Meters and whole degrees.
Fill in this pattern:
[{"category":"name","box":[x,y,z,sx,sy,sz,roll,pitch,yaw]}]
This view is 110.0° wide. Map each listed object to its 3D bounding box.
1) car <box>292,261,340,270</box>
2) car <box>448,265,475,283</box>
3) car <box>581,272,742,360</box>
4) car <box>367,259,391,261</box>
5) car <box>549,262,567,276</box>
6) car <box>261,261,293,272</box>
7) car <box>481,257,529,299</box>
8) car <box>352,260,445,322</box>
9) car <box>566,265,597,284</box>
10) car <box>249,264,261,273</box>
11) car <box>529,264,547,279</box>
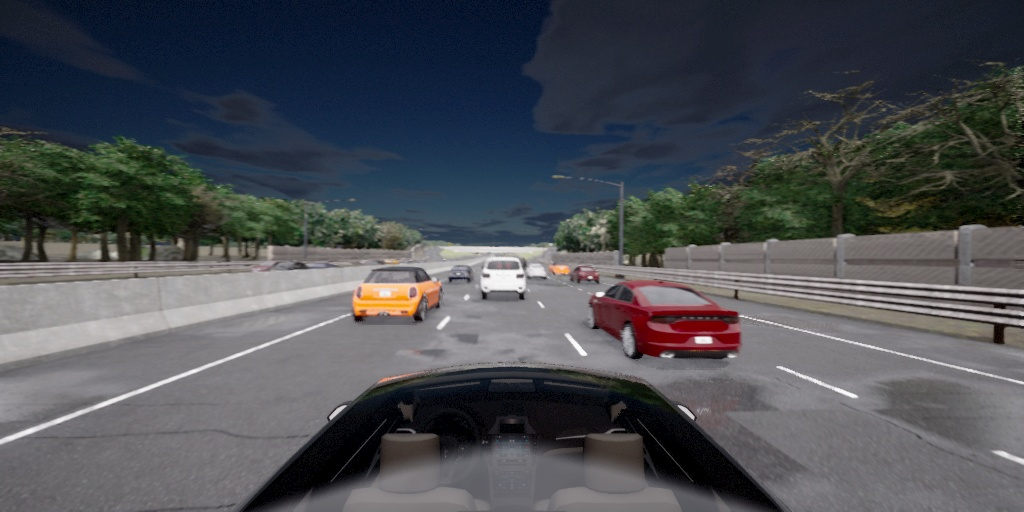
[{"category":"car","box":[-18.605,1.364,34.952,2.033,1.411,5.357,1,0,-1]},{"category":"car","box":[-4.297,1.492,30.838,2.033,1.411,5.357,1,0,-1]},{"category":"car","box":[3.237,1.323,8.671,1.882,1.535,5.008,1,-1,-2]},{"category":"car","box":[-15.193,1.237,38.841,2.097,1.767,4.553,1,0,-1]},{"category":"car","box":[5.863,1.518,44.838,2.097,1.767,4.553,1,-1,-2]},{"category":"car","box":[-22.117,1.288,35.669,1.837,1.490,4.892,1,0,-1]},{"category":"car","box":[-0.479,1.117,19.372,2.150,2.045,5.566,1,0,-2]},{"category":"car","box":[-3.784,1.152,12.653,2.097,1.767,4.553,1,0,-2]},{"category":"car","box":[6.211,1.589,30.863,1.812,1.442,4.674,1,-1,-1]},{"category":"car","box":[-25.682,1.288,38.197,1.812,1.442,4.674,1,0,-1]},{"category":"car","box":[2.440,1.596,37.282,1.812,1.442,4.674,1,0,-1]}]
